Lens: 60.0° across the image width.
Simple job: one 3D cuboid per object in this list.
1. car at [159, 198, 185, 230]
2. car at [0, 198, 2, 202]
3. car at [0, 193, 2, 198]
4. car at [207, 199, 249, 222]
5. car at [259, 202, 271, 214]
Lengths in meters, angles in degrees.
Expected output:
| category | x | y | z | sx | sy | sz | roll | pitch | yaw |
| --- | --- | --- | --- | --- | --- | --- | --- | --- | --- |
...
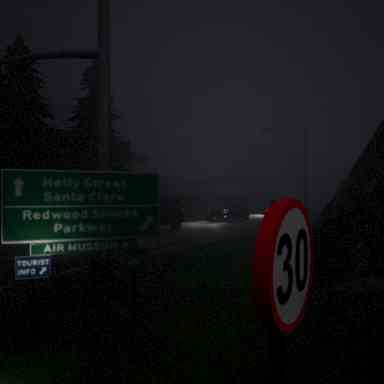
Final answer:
| category | x | y | z | sx | sy | sz | roll | pitch | yaw |
| --- | --- | --- | --- | --- | --- | --- | --- | --- | --- |
| car | -2.706 | 1.414 | 20.812 | 2.150 | 2.045 | 5.566 | 0 | 0 | 36 |
| car | -12.393 | 1.504 | 26.071 | 1.905 | 1.878 | 3.866 | 0 | 0 | 35 |
| car | -38.597 | 1.489 | 70.013 | 4.514 | 1.523 | 2.007 | 0 | 0 | 35 |
| car | 3.182 | 1.544 | 28.906 | 2.097 | 1.767 | 4.553 | 0 | 0 | 36 |
| car | 9.053 | 1.755 | 36.963 | 1.994 | 1.385 | 4.181 | 0 | 0 | 36 |
